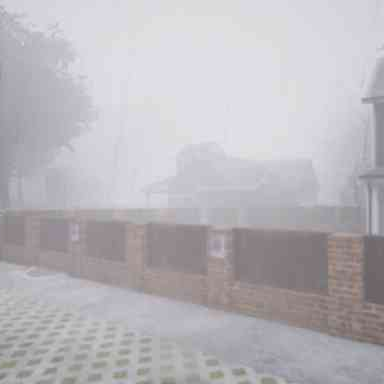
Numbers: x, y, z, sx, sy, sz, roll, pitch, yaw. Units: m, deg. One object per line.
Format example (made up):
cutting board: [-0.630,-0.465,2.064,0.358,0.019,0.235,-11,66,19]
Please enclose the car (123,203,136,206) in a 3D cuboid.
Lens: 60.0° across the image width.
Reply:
car: [-9.903,2.362,51.622,2.033,1.411,5.357,0,0,36]
